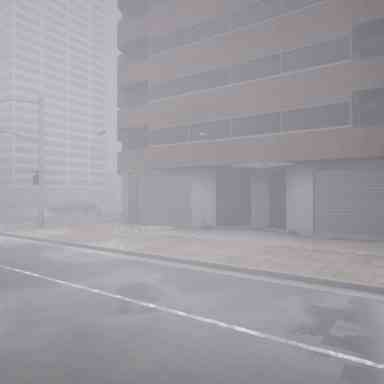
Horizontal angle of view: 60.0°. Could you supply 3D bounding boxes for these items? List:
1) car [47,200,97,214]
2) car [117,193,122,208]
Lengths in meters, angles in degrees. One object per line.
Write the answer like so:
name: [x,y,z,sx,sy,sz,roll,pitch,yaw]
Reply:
car: [-13.034,1.547,36.532,2.033,1.411,5.357,0,0,35]
car: [-7.338,1.352,44.654,2.097,1.767,4.553,0,0,35]
